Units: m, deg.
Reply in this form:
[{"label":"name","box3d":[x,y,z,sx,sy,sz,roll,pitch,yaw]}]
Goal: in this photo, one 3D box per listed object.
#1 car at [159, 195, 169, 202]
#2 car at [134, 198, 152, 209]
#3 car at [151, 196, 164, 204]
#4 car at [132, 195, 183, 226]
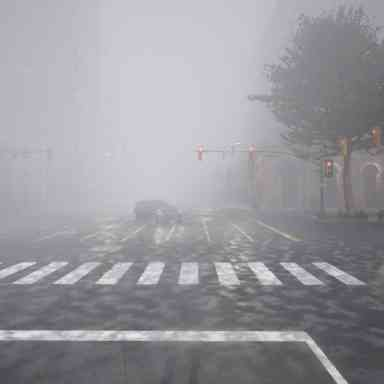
[{"label":"car","box3d":[-6.459,1.524,76.354,1.812,1.442,4.674,0,0,1]},{"label":"car","box3d":[-6.863,1.601,46.866,1.895,1.301,4.718,0,0,0]},{"label":"car","box3d":[-6.697,1.477,64.292,1.882,1.535,5.008,0,0,2]},{"label":"car","box3d":[-2.542,1.352,23.856,2.097,1.767,4.553,0,0,-34]}]
